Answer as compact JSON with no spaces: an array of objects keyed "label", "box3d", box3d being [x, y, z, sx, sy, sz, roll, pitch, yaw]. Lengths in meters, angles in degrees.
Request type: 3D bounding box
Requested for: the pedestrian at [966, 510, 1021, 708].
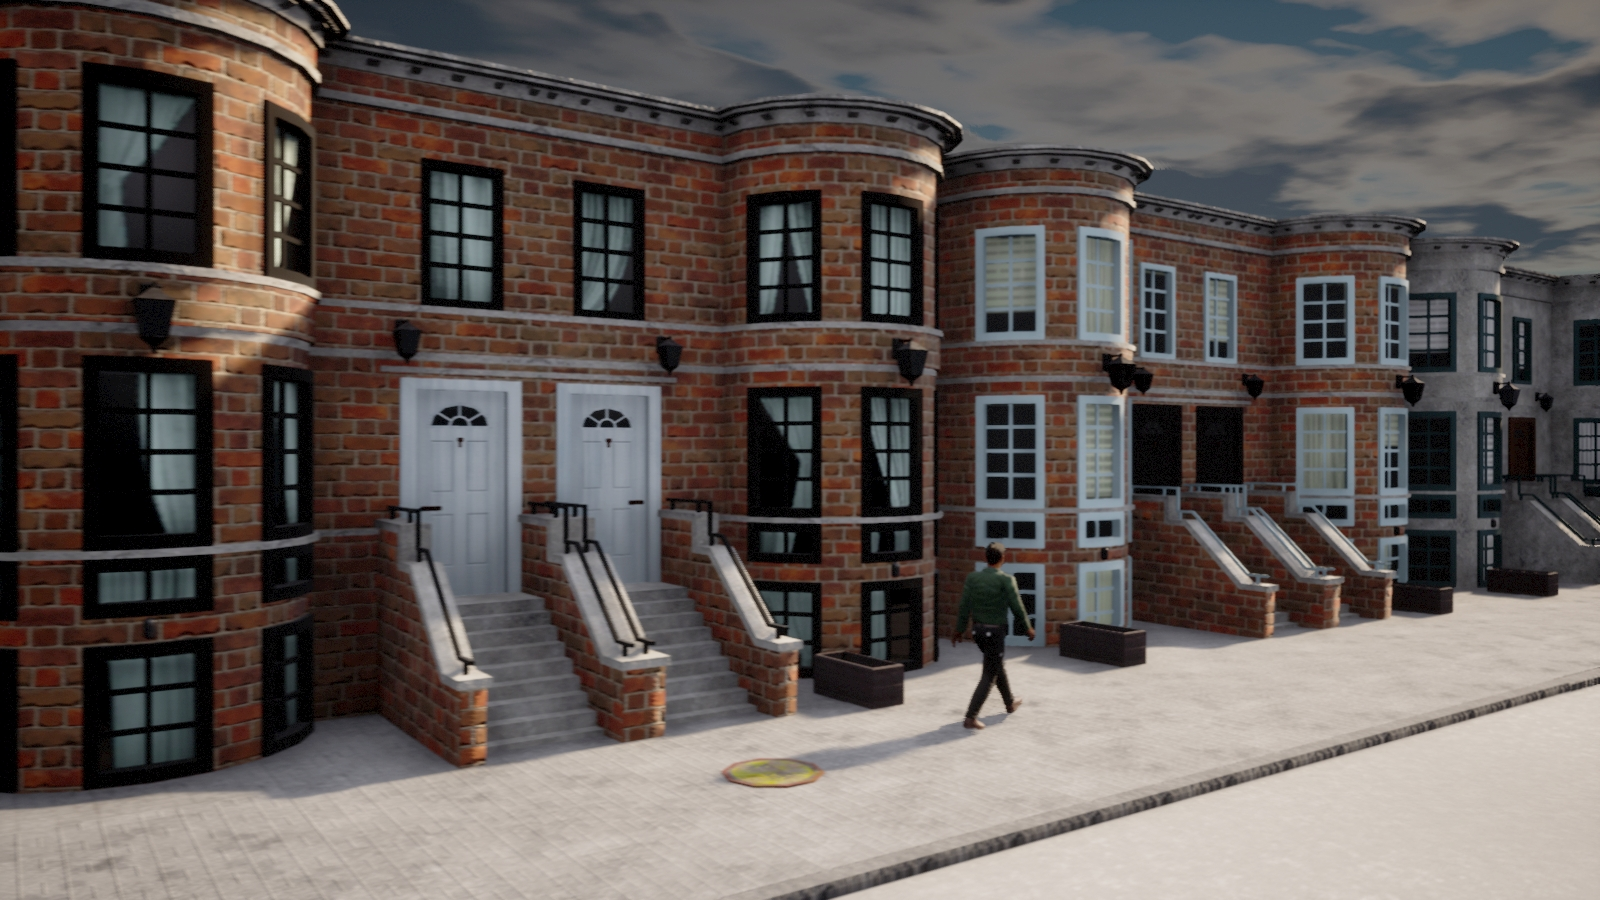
[{"label":"pedestrian","box3d":[1.885,1.523,11.117,0.375,1.860,0.375,0,0,44]}]
